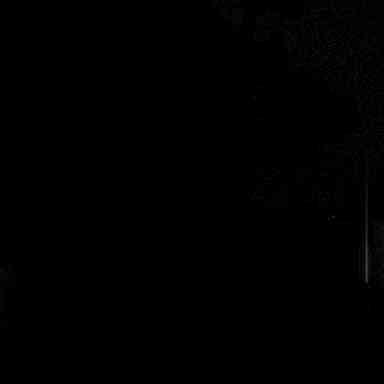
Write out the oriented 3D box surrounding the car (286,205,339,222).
[{"bbox_3d":[9.970,1.780,27.744,1.994,1.385,4.181,0,-1,-35],"label":"car"}]
